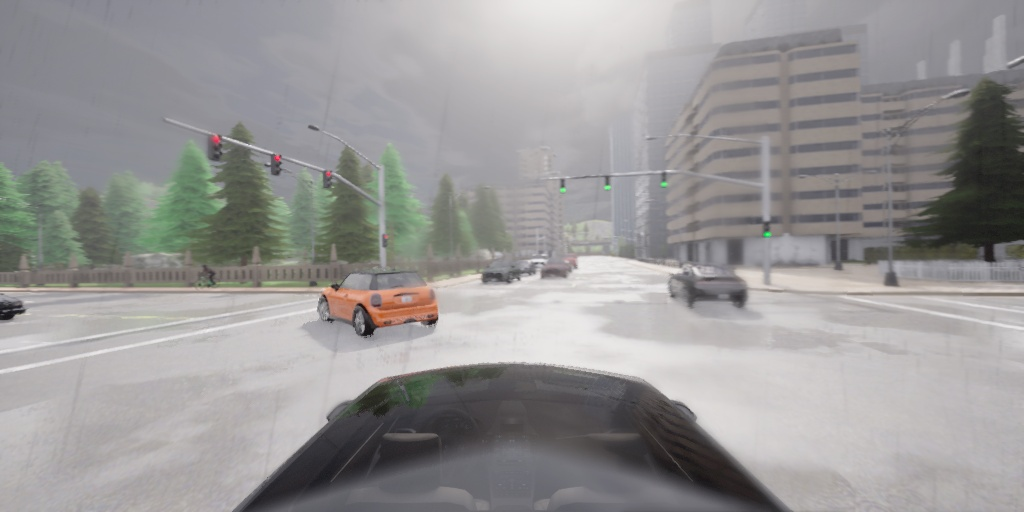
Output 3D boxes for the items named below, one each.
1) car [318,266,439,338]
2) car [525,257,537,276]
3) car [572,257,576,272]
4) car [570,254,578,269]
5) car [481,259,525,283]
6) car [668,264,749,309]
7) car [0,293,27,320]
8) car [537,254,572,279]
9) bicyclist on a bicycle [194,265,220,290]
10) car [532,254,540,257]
[{"bbox_3d":[-4.173,1.165,10.850,2.097,1.767,4.553,-2,0,-43],"label":"car"},{"bbox_3d":[1.274,1.142,35.743,2.128,1.511,4.902,-1,0,12],"label":"car"},{"bbox_3d":[5.587,1.121,39.012,1.994,1.385,4.181,-1,0,13],"label":"car"},{"bbox_3d":[7.921,0.709,49.434,2.150,2.045,5.566,-1,0,13],"label":"car"},{"bbox_3d":[-0.721,1.061,27.018,2.097,1.767,4.553,-1,0,15],"label":"car"},{"bbox_3d":[7.337,1.069,13.848,2.128,1.511,4.902,-1,0,13],"label":"car"},{"bbox_3d":[-20.258,1.677,12.688,5.357,1.411,2.033,-1,0,12],"label":"car"},{"bbox_3d":[3.725,0.965,30.594,2.097,1.767,4.553,-1,0,12],"label":"car"},{"bbox_3d":[-20.353,1.407,23.943,0.582,1.620,1.656,-1,0,12],"label":"bicyclist on a bicycle"},{"bbox_3d":[3.414,0.808,45.413,2.150,2.045,5.566,-1,0,13],"label":"car"}]
